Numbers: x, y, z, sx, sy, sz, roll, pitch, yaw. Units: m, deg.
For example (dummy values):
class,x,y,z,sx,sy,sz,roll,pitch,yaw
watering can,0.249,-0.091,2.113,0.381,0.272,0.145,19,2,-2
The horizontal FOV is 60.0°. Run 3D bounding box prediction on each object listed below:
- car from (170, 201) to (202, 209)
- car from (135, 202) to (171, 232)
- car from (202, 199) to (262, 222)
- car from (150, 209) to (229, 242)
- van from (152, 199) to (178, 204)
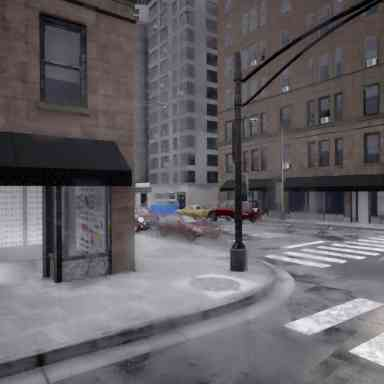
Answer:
class,x,y,z,sx,sy,sz,roll,pitch,yaw
car,0.101,1.805,31.653,1.752,1.417,4.829,-1,0,-36
car,-3.503,1.706,22.066,1.967,1.590,4.097,-1,0,-36
car,3.412,1.522,27.048,2.192,1.841,5.009,-1,0,-36
car,-0.283,1.778,17.599,1.802,1.307,4.206,-1,0,-36
van,-3.019,1.689,35.982,1.690,1.788,3.998,-1,0,-36
